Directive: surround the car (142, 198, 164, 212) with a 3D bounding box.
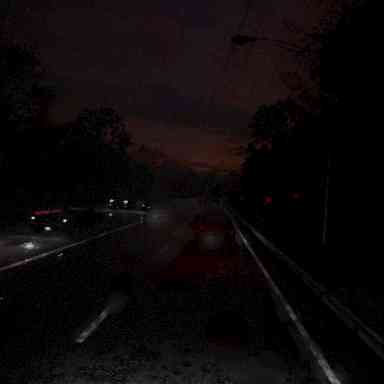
[{"bbox_3d":[-4.443,1.478,38.366,1.837,1.490,4.892,4,-1,5],"label":"car"}]

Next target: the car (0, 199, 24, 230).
[{"bbox_3d":[-9.602,1.035,16.605,1.994,1.385,4.181,4,0,4],"label":"car"}]

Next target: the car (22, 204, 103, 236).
[{"bbox_3d":[-6.099,1.307,16.651,1.895,1.301,4.718,4,0,4],"label":"car"}]

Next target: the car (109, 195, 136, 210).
[{"bbox_3d":[-7.930,1.088,38.454,2.097,1.767,4.553,4,0,5],"label":"car"}]

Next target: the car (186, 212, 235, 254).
[{"bbox_3d":[0.865,1.638,14.634,1.882,1.535,5.008,4,0,4],"label":"car"}]

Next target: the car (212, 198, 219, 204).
[{"bbox_3d":[6.426,2.564,91.284,2.033,1.411,5.357,4,0,4],"label":"car"}]

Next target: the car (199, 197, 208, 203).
[{"bbox_3d":[2.889,2.264,90.743,1.882,1.535,5.008,4,0,4],"label":"car"}]
